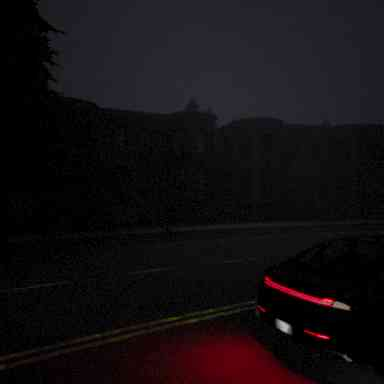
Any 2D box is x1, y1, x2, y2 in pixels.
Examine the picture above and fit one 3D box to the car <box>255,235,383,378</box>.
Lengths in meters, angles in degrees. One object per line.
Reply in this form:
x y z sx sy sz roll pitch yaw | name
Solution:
3.293 1.454 5.261 4.902 1.511 2.128 0 0 -27 | car
